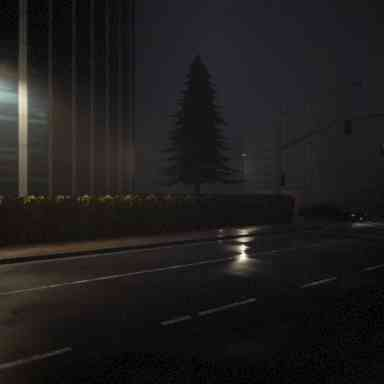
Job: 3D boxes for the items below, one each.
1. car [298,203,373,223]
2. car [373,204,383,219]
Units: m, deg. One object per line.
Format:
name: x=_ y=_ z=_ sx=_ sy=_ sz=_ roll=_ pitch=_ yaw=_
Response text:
car: x=10.943 y=1.547 z=26.367 sx=2.033 sy=1.411 sz=5.357 roll=0 pitch=0 yaw=-30
car: x=16.062 y=1.601 z=26.572 sx=1.895 sy=1.301 sz=4.718 roll=0 pitch=0 yaw=-42
